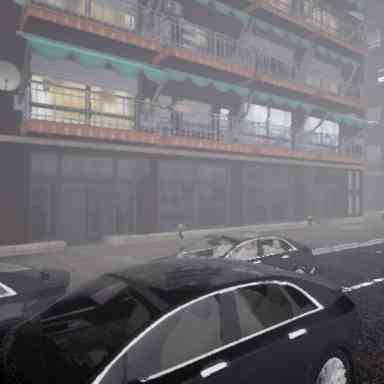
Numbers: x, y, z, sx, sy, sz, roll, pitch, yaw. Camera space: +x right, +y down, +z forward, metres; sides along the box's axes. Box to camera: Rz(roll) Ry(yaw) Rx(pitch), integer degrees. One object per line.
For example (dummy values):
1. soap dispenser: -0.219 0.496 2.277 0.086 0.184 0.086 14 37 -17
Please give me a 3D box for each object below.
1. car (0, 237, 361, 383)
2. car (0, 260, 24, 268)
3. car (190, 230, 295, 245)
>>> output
1. car: -0.297 1.505 3.167 4.892 1.490 1.837 0 0 -36
2. car: -3.668 1.551 3.942 4.403 1.369 2.008 0 0 -36
3. car: 0.840 1.554 7.159 4.403 1.369 2.008 0 0 -36
